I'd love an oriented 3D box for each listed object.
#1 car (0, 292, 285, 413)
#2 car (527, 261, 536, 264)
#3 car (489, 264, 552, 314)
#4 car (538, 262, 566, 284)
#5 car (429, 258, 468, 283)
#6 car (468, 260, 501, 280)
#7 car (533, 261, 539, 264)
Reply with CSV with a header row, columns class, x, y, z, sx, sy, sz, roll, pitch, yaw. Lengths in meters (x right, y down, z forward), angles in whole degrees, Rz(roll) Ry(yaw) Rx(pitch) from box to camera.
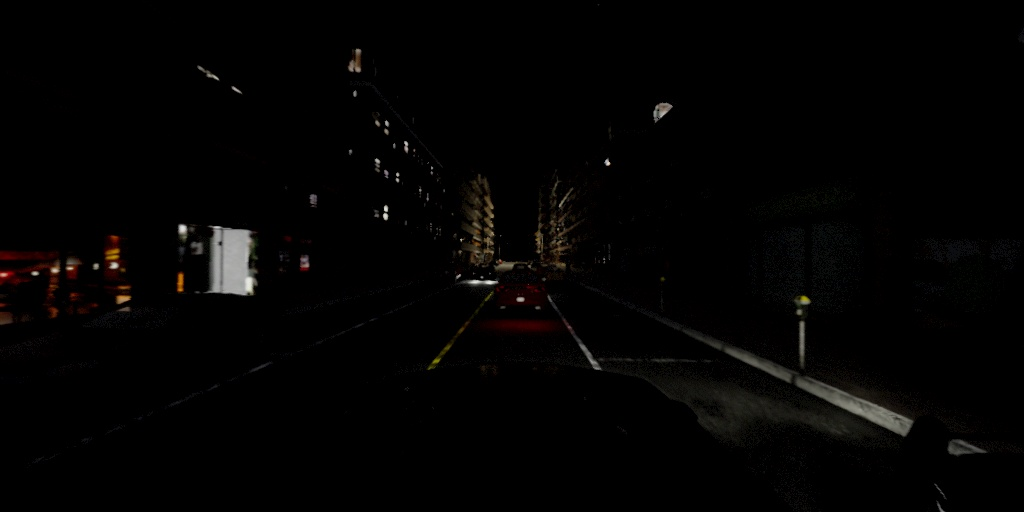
class,x,y,z,sx,sy,sz,roll,pitch,yaw
car,-5.655,1.289,5.943,1.802,1.307,4.207,0,0,1
car,0.744,1.418,31.766,2.033,1.411,5.357,1,0,1
car,0.338,1.279,14.199,1.882,1.535,5.008,1,0,1
car,3.249,1.409,28.453,1.751,1.417,4.829,0,0,1
car,-5.132,1.111,28.482,2.192,1.841,5.009,0,0,1
car,-2.408,1.387,32.383,2.033,1.411,5.357,1,0,2
car,3.507,1.473,39.553,1.888,1.381,4.507,0,0,1
